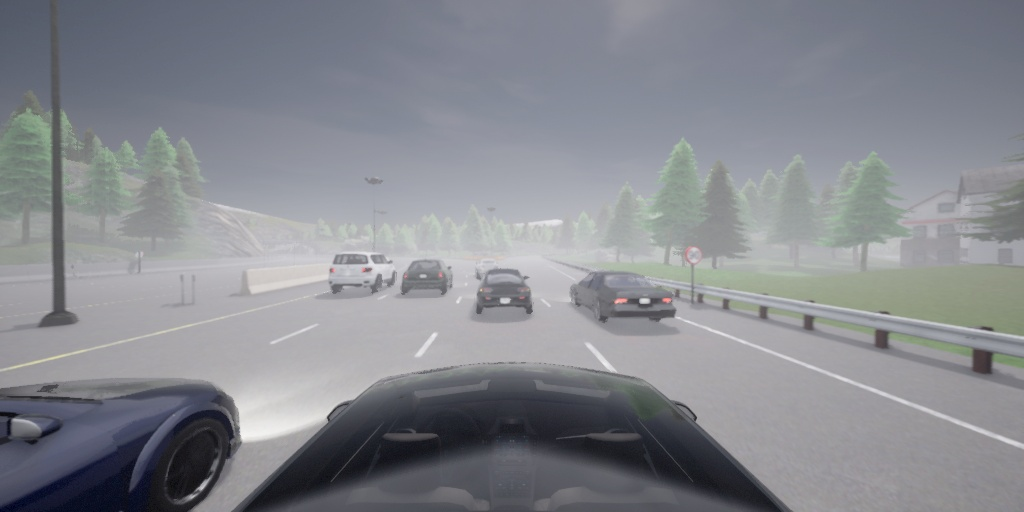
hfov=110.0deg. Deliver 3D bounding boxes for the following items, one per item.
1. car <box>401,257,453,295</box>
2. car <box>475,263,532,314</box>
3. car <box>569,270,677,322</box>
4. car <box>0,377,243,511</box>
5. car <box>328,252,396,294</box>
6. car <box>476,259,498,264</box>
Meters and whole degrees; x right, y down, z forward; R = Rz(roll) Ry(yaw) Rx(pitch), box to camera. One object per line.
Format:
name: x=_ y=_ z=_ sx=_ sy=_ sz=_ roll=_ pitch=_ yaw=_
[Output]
car: x=-4.259 y=0.923 z=18.619 sx=2.097 sy=1.767 sz=4.553 roll=0 pitch=1 yaw=-5
car: x=-0.333 y=1.148 z=13.079 sx=1.812 sy=1.442 sz=4.674 roll=0 pitch=1 yaw=-3
car: x=3.276 y=1.174 z=11.697 sx=2.033 sy=1.411 sz=5.357 roll=0 pitch=1 yaw=-3
car: x=-3.481 y=1.326 z=1.576 sx=1.994 sy=1.385 sz=4.181 roll=0 pitch=1 yaw=0
car: x=-7.806 y=0.797 z=19.168 sx=2.150 sy=2.045 sz=5.566 roll=0 pitch=1 yaw=-5
car: x=-2.097 y=0.954 z=30.607 sx=1.812 sy=1.442 sz=4.674 roll=0 pitch=1 yaw=-8
